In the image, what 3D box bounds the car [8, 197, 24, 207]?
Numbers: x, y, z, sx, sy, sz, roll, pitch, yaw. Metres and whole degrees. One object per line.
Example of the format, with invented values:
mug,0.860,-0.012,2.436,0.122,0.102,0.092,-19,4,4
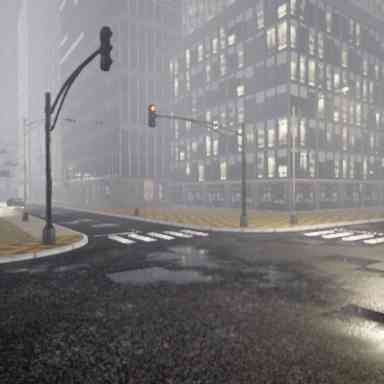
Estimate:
car,-26.819,1.518,50.548,2.033,1.411,5.357,0,0,-35
